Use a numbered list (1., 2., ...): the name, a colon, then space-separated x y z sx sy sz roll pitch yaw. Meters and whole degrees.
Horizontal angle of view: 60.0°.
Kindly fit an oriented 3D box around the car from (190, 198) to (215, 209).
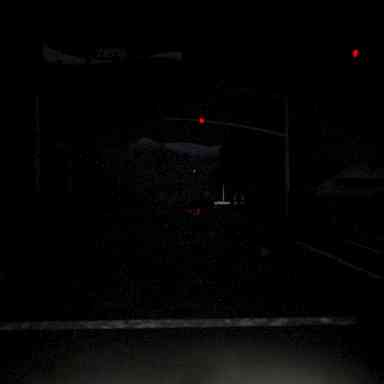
1. car: 1.498 1.557 45.849 2.128 1.511 4.902 -1 0 27
